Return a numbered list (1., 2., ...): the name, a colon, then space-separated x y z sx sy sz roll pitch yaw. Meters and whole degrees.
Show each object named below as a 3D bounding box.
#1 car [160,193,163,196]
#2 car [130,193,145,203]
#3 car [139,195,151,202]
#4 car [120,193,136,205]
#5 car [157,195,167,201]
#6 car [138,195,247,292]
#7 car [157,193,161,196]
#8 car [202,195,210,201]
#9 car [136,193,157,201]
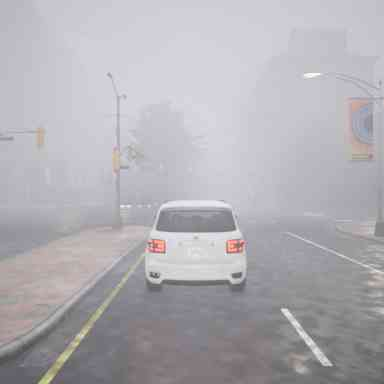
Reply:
1. car: -7.783 1.225 76.427 2.150 2.045 5.566 0 0 0
2. car: -11.302 1.225 69.624 2.150 2.045 5.566 0 0 0
3. car: -11.272 1.525 80.062 2.128 1.511 4.902 0 0 0
4. car: -11.399 1.491 59.705 2.128 1.511 4.902 0 0 1
5. car: -7.754 1.552 86.243 1.994 1.385 4.181 0 0 0
6. car: 0.096 1.221 9.048 2.150 2.045 5.566 0 0 0
7. car: -7.834 1.526 66.811 1.812 1.442 4.674 0 0 1
8. car: 3.756 1.540 89.897 2.033 1.411 5.357 0 0 0
9. car: -7.916 1.352 57.926 2.097 1.767 4.553 0 0 0
